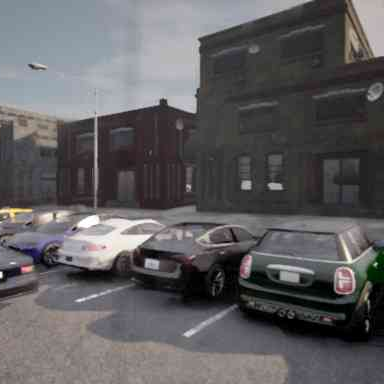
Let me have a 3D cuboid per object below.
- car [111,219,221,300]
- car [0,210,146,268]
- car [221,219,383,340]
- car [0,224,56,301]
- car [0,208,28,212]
[{"bbox_3d":[0.549,1.497,8.596,2.163,1.488,4.792,0,0,35],"label":"car"},{"bbox_3d":[-3.977,1.487,11.749,2.163,1.488,4.792,0,0,35],"label":"car"},{"bbox_3d":[2.759,1.350,6.947,2.185,1.767,4.553,0,0,35],"label":"car"},{"bbox_3d":[-5.525,1.527,7.313,5.357,1.411,2.033,0,0,35],"label":"car"},{"bbox_3d":[-6.221,1.484,13.348,2.163,1.488,4.792,0,0,35],"label":"car"}]
